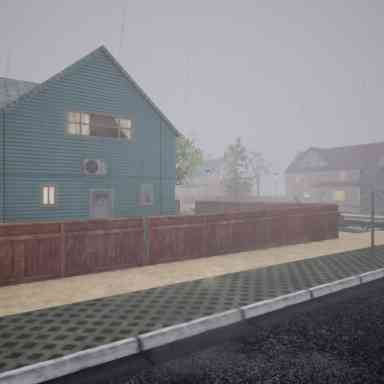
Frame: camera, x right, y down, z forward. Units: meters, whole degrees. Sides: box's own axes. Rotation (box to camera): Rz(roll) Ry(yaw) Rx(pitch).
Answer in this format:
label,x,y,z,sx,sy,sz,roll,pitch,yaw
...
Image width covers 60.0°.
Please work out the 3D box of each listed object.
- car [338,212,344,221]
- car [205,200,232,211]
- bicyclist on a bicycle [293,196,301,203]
label,x,y,z,sx,sy,sz,roll,pitch,yaw
car,8.200,1.552,23.625,1.895,1.301,4.718,0,0,-36
car,2.422,1.468,31.692,1.994,1.385,4.181,0,0,-36
bicyclist on a bicycle,9.873,1.206,31.351,1.656,1.620,0.582,-1,1,-36
